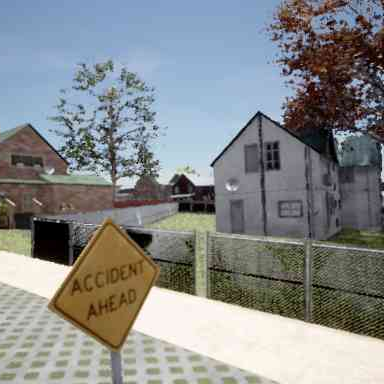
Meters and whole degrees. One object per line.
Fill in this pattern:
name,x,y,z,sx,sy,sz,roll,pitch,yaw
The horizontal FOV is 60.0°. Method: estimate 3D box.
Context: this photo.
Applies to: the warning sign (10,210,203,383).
warning sign,-0.765,1.168,3.196,1.060,1.860,1.300,-4,0,38
